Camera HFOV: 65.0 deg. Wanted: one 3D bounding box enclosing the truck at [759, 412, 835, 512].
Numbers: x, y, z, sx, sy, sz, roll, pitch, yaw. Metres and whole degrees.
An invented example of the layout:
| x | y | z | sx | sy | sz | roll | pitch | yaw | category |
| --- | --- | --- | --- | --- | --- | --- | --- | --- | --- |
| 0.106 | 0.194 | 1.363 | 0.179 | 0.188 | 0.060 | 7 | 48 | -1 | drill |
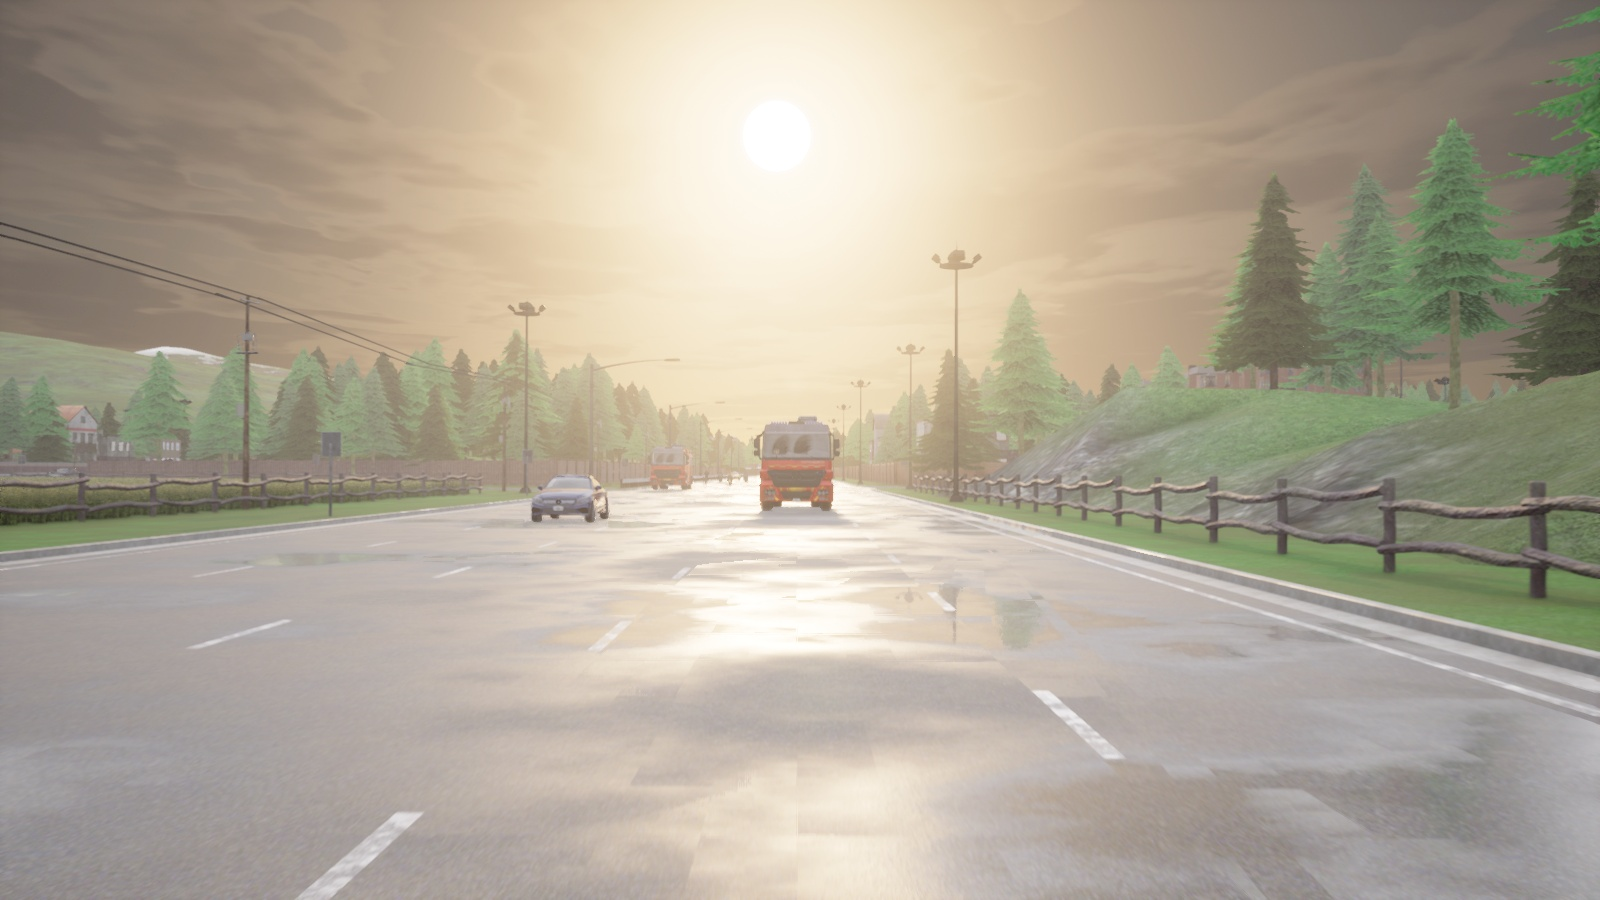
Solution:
| x | y | z | sx | sy | sz | roll | pitch | yaw | category |
| --- | --- | --- | --- | --- | --- | --- | --- | --- | --- |
| -0.133 | 0.538 | 52.388 | 2.891 | 3.827 | 8.468 | 0 | -1 | 0 | truck |

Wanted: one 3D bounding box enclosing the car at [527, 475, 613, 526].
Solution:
| x | y | z | sx | sy | sz | roll | pitch | yaw | category |
| --- | --- | --- | --- | --- | --- | --- | --- | --- | --- |
| -7.096 | 1.533 | 39.163 | 1.812 | 1.442 | 4.674 | 0 | -1 | 0 | car |
